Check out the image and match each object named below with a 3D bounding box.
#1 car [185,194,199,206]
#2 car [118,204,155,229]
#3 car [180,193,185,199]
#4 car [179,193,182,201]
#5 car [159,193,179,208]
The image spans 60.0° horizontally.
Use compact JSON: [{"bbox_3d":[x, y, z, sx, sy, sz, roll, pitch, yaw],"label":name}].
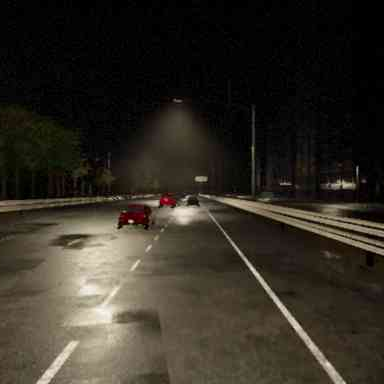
[{"bbox_3d":[0.156,1.496,55.497,1.882,1.535,5.008,0,0,0],"label":"car"},{"bbox_3d":[-3.449,1.503,21.137,1.812,1.442,4.674,0,0,0],"label":"car"},{"bbox_3d":[-3.528,1.612,83.166,1.994,1.385,4.181,0,0,0],"label":"car"},{"bbox_3d":[-3.464,1.523,65.144,1.837,1.490,4.892,0,0,0],"label":"car"},{"bbox_3d":[-3.433,1.209,47.179,2.150,2.045,5.566,0,0,0],"label":"car"}]
